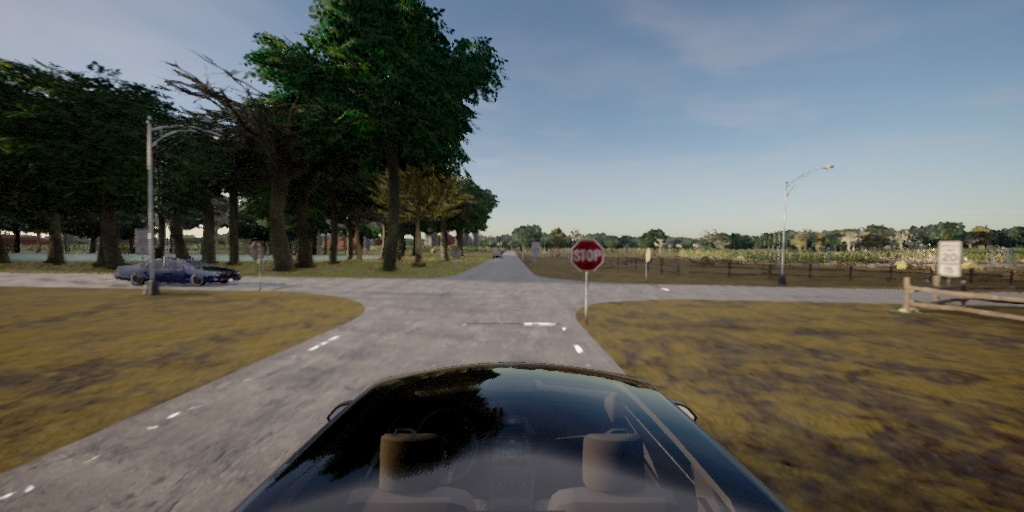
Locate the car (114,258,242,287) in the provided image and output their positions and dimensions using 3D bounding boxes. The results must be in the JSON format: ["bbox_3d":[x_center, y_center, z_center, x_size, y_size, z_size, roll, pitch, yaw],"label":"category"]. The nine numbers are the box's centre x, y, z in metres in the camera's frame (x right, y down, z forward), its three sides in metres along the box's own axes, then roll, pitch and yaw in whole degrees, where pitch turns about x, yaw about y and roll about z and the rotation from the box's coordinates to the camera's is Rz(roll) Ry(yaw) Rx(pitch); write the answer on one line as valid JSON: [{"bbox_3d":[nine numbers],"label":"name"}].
[{"bbox_3d":[-17.379,0.809,18.773,5.357,1.411,2.033,1,2,0],"label":"car"}]
